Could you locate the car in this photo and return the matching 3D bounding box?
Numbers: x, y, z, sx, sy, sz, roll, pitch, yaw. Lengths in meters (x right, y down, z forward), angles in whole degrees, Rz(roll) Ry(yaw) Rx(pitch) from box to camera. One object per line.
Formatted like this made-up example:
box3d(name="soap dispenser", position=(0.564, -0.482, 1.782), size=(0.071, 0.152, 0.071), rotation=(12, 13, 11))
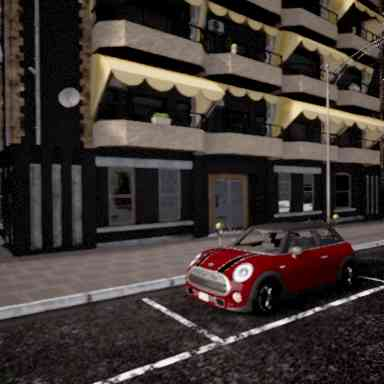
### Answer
box3d(name="car", position=(1.844, 1.440, 7.426), size=(4.097, 1.590, 1.967), rotation=(0, -1, -35))
